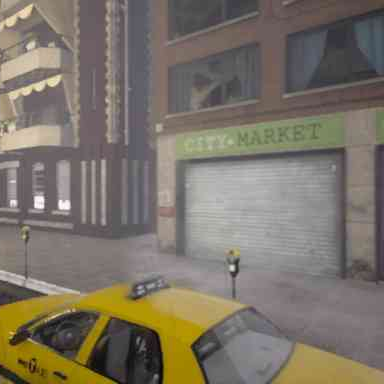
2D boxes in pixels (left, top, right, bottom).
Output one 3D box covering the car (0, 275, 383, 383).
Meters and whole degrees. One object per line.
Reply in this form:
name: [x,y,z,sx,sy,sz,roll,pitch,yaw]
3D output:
car: [-0.636,1.525,3.330,4.829,1.417,1.752,0,0,36]
